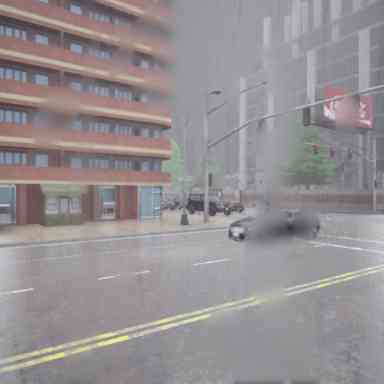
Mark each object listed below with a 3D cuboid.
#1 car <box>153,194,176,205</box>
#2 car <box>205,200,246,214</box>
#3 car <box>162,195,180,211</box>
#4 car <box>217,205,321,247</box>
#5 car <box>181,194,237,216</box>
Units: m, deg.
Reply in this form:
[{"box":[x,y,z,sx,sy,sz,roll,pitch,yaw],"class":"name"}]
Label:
[{"box":[-5.112,1.352,61.123,2.097,1.767,4.553,0,0,-35],"class":"car"},{"box":[3.553,1.601,36.174,1.895,1.301,4.718,0,0,-35],"class":"car"},{"box":[-3.900,1.352,40.724,2.097,1.767,4.553,0,0,-35],"class":"car"},{"box":[3.825,1.491,15.135,4.902,1.511,2.128,0,0,-35],"class":"car"},{"box":[1.629,1.222,32.816,2.150,2.045,5.566,0,0,-35],"class":"car"}]
